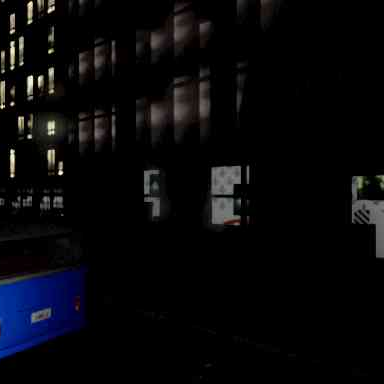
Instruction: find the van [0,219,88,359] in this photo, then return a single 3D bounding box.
[{"bbox_3d":[-3.431,1.340,5.331,3.998,1.788,1.690,0,0,36],"label":"van"}]
